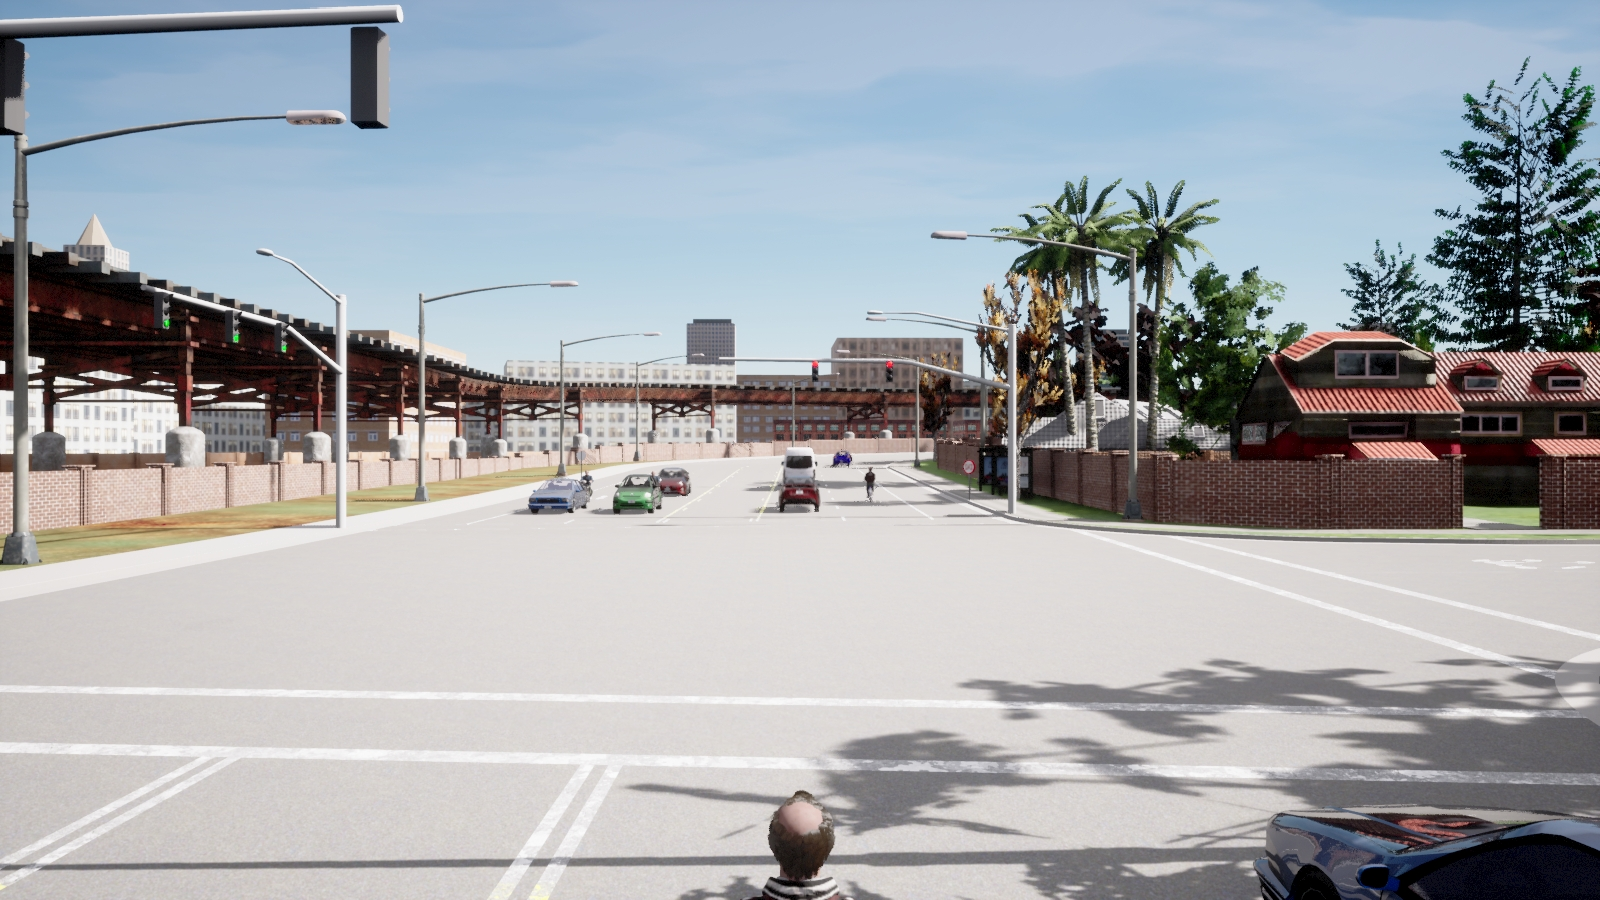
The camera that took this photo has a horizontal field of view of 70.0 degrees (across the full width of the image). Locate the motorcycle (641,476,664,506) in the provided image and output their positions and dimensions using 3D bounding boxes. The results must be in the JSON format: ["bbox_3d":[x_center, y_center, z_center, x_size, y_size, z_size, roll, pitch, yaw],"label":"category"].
[{"bbox_3d":[-7.053,1.947,54.746,0.856,1.341,1.805,0,1,0],"label":"motorcycle"}]

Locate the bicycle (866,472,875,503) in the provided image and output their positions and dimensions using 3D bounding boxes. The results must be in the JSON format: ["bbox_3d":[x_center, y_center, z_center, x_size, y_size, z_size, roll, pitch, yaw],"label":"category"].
[{"bbox_3d":[3.480,1.845,56.625,0.329,1.496,1.835,0,1,0],"label":"bicycle"}]

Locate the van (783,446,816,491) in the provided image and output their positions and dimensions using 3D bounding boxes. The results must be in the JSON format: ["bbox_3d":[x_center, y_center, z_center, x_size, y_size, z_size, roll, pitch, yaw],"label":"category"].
[{"bbox_3d":[-0.035,1.103,71.640,1.988,2.561,5.915,0,1,0],"label":"van"}]

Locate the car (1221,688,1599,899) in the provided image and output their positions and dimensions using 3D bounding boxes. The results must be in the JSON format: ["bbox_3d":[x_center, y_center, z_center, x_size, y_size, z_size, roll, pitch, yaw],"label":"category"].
[{"bbox_3d":[3.467,2.106,4.038,2.033,1.411,5.357,0,0,1],"label":"car"}]

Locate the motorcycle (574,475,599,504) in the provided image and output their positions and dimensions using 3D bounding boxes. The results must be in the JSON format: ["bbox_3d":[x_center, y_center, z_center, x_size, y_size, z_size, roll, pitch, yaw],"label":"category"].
[{"bbox_3d":[-10.476,1.934,56.002,0.856,1.341,1.805,0,1,1],"label":"motorcycle"}]

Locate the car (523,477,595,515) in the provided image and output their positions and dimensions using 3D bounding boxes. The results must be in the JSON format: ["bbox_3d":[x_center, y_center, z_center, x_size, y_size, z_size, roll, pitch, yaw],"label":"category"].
[{"bbox_3d":[-10.533,1.979,50.381,2.033,1.411,5.357,0,1,0],"label":"car"}]

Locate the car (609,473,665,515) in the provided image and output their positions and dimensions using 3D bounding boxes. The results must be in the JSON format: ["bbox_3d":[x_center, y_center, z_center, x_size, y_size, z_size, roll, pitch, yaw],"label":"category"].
[{"bbox_3d":[-7.031,1.877,49.699,1.851,1.617,3.988,0,1,0],"label":"car"}]

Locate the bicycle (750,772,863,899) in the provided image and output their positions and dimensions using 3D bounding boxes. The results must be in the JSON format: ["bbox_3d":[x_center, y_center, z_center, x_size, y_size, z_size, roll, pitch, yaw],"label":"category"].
[{"bbox_3d":[0.019,2.048,3.681,0.329,1.496,1.835,0,0,0],"label":"bicycle"}]

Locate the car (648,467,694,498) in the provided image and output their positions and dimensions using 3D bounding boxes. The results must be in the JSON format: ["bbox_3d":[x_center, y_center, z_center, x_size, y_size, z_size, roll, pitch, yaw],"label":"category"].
[{"bbox_3d":[-7.042,1.756,62.922,2.007,1.525,4.514,0,1,0],"label":"car"}]

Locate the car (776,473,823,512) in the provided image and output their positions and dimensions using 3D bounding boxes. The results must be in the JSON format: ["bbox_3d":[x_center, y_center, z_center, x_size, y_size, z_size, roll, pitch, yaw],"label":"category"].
[{"bbox_3d":[-0.030,1.894,51.520,2.007,1.525,4.514,0,1,0],"label":"car"}]
